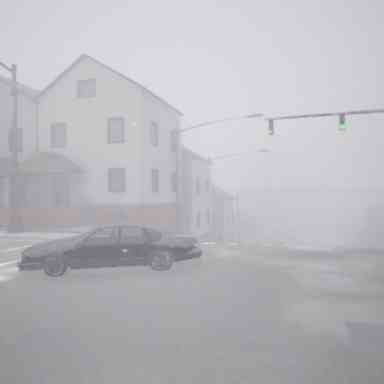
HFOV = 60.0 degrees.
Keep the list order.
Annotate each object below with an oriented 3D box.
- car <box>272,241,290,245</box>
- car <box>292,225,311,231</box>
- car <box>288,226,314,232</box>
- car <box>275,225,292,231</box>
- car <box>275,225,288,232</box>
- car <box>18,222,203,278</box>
[{"bbox_3d":[8.578,5.516,32.347,1.882,1.535,5.008,-2,-14,18],"label":"car"},{"bbox_3d":[29.609,9.797,90.163,4.536,1.218,1.853,-1,-1,-18],"label":"car"},{"bbox_3d":[29.563,9.955,90.146,4.974,1.542,2.038,-1,-1,-18],"label":"car"},{"bbox_3d":[25.173,9.884,91.676,1.853,1.218,4.536,-1,-1,-28],"label":"car"},{"bbox_3d":[25.200,10.041,91.628,2.038,1.542,4.974,-1,-1,-28],"label":"car"},{"bbox_3d":[-2.383,1.689,10.485,5.357,1.411,2.033,-1,0,-11],"label":"car"}]
